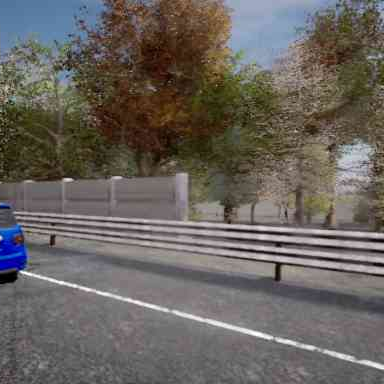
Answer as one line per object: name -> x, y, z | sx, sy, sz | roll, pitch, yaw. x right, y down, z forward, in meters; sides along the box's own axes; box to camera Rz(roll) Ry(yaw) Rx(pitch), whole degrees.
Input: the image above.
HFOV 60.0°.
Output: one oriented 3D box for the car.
car -> -6.457, 1.251, 8.477 | 5.566, 2.045, 2.150 | 0, 0, 36
